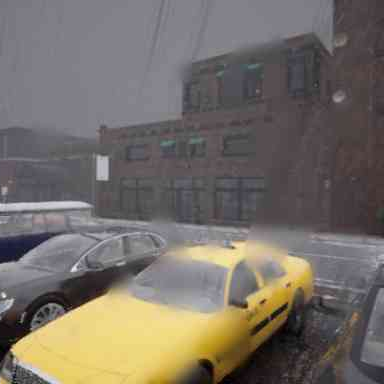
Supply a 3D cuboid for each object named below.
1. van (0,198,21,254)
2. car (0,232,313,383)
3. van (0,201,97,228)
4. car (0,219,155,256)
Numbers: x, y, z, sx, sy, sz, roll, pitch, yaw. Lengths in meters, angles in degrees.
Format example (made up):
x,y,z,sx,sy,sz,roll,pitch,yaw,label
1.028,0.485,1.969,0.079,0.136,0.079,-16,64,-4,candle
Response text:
x,y,z,sx,sy,sz,roll,pitch,yaw,label
-8.584,1.252,11.409,1.878,1.987,4.442,0,0,36,van
0.204,1.477,4.772,1.946,1.575,5.366,0,0,35,car
-4.153,1.254,8.250,1.878,1.987,4.442,0,0,35,van
-1.950,1.481,6.544,2.231,1.521,4.892,0,0,35,car
